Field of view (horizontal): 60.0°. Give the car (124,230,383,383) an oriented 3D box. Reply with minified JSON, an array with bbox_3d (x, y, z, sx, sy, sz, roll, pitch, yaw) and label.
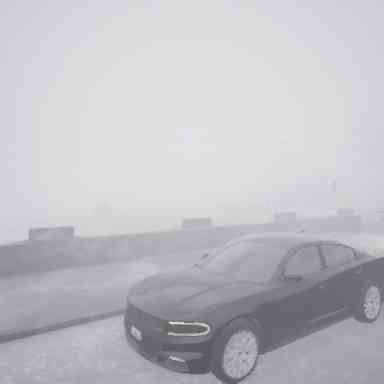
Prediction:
[{"bbox_3d":[1.347,1.457,5.555,5.008,1.535,1.882,0,0,-35],"label":"car"}]
